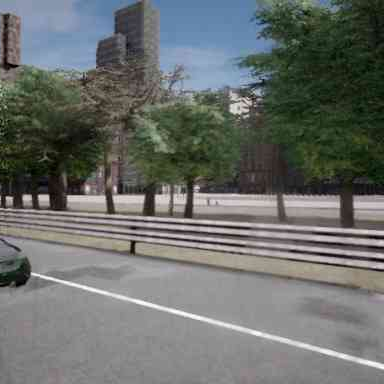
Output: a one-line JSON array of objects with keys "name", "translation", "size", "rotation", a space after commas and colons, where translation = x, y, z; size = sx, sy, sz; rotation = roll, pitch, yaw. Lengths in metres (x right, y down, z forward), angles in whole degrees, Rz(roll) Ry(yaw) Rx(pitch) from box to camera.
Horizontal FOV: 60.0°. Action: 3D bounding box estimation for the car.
[{"name": "car", "translation": [-5.784, 1.561, 8.082], "size": [4.181, 1.385, 1.994], "rotation": [0, 0, 35]}]
